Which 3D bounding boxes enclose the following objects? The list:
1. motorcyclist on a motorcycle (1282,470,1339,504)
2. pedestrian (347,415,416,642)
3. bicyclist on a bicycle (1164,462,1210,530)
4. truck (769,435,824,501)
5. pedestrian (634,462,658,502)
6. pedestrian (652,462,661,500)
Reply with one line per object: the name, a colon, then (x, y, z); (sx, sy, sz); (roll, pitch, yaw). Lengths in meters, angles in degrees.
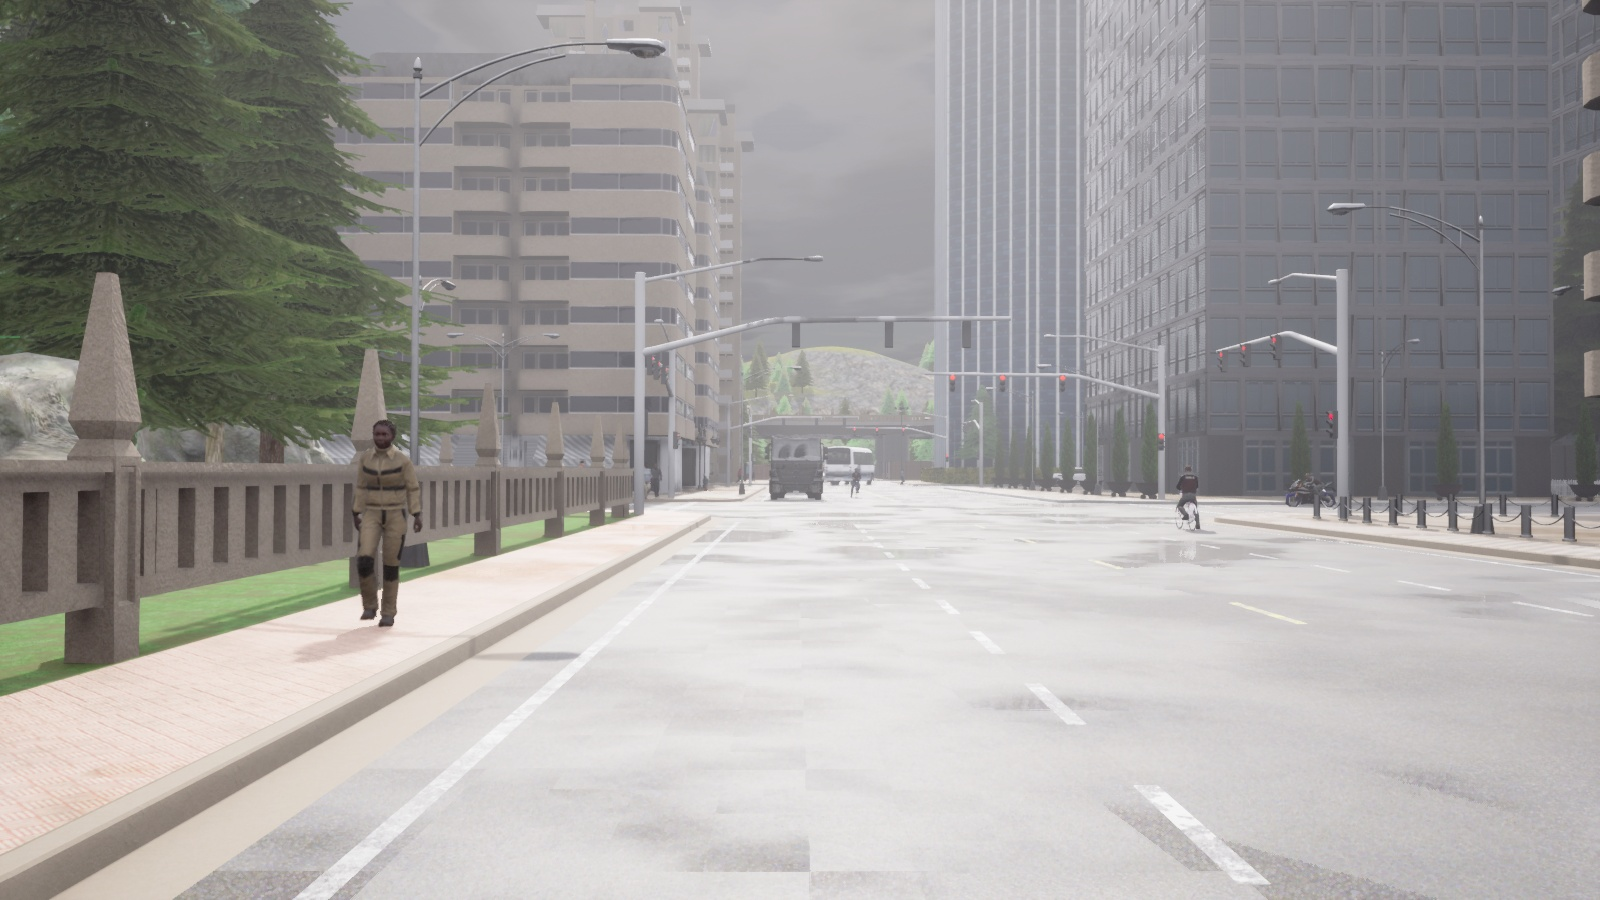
motorcyclist on a motorcycle: (22.751, 1.641, 55.963); (2.191, 1.530, 0.866); (0, -1, 0)
pedestrian: (-3.671, 0.673, 11.046); (0.396, 1.930, 0.692); (0, -1, -2)
bicyclist on a bicycle: (10.403, 1.210, 33.844); (0.659, 1.776, 1.843); (0, -1, 0)
truck: (-0.204, 1.010, 70.268); (2.891, 3.462, 7.936); (0, -1, 0)
pedestrian: (-7.174, 1.485, 58.587); (0.874, 1.855, 0.900); (0, -1, -24)
pedestrian: (-7.426, 1.582, 64.984); (0.423, 1.949, 0.788); (0, -1, -6)
